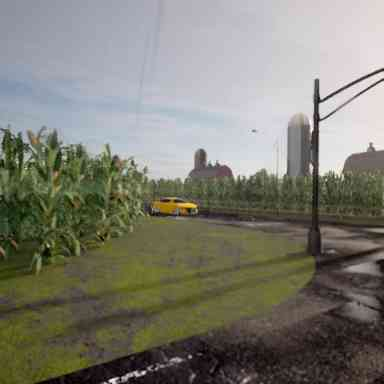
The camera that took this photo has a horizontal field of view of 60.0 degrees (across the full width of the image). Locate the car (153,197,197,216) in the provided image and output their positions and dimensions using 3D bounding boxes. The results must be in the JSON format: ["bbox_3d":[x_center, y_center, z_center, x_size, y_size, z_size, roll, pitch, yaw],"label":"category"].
[{"bbox_3d":[-1.538,1.250,29.456,1.882,1.535,5.008,2,0,-38],"label":"car"}]
